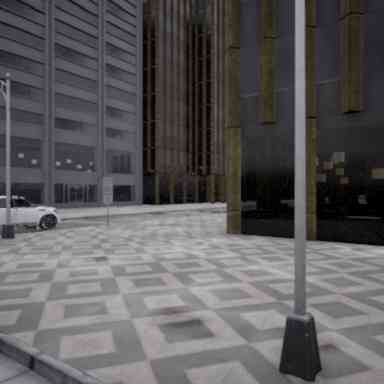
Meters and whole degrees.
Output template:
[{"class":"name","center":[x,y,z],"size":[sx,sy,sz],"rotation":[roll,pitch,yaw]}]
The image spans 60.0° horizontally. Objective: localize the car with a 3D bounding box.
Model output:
[{"class":"car","center":[-10.136,1.214,18.345],"size":[2.150,2.045,5.566],"rotation":[-1,0,38]}]
